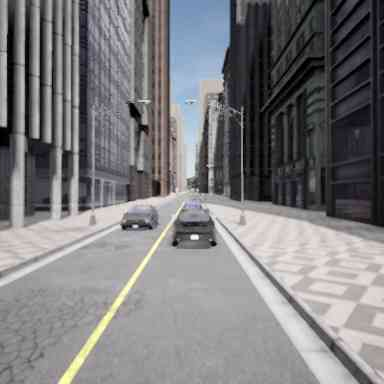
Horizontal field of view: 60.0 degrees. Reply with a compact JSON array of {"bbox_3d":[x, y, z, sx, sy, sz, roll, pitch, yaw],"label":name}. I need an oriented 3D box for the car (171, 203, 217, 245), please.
[{"bbox_3d":[0.101,1.477,15.267,1.837,1.490,4.892,0,1,0],"label":"car"}]

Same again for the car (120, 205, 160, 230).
[{"bbox_3d":[-3.098,1.500,20.856,2.033,1.411,5.357,0,0,0],"label":"car"}]

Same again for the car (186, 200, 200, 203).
[{"bbox_3d":[0.100,1.503,35.711,1.895,1.301,4.718,0,0,0],"label":"car"}]
